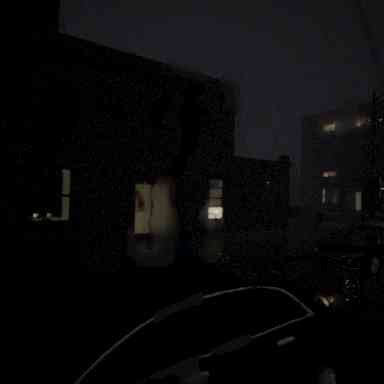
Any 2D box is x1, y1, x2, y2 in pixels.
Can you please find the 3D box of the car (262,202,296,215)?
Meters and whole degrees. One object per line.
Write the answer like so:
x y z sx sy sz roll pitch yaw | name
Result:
11.415 2.079 43.758 1.967 1.590 4.097 1 -1 -35 | car

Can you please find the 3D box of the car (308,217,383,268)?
5.644 1.650 10.578 4.403 1.369 2.008 1 1 -36 | car

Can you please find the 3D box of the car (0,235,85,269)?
-3.152 1.438 4.290 4.097 1.590 1.967 1 1 -36 | car

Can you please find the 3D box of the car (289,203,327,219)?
10.137 1.854 30.529 1.887 1.381 4.507 1 -1 -35 | car

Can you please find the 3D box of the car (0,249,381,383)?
-0.433 1.517 3.062 4.892 1.490 1.837 1 0 -35 | car
